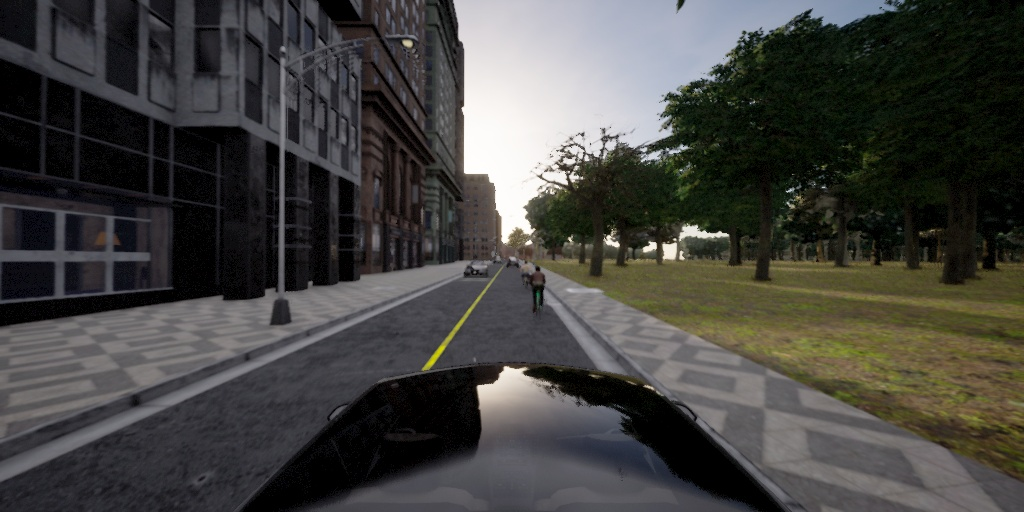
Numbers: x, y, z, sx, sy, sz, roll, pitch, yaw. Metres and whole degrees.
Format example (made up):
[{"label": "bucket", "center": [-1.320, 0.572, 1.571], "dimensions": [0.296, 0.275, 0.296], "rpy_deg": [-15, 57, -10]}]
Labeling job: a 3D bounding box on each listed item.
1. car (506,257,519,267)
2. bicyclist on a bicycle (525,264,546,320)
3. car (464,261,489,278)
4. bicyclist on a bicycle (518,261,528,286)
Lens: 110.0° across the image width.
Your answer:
[{"label": "car", "center": [0.109, 1.024, 56.842], "dimensions": [1.812, 1.442, 4.674], "rpy_deg": [0, 0, 0]}, {"label": "bicyclist on a bicycle", "center": [0.827, 1.151, 11.373], "dimensions": [0.582, 1.620, 1.656], "rpy_deg": [0, 0, 0]}, {"label": "car", "center": [-3.083, 1.161, 31.800], "dimensions": [1.994, 1.385, 4.181], "rpy_deg": [0, 0, 0]}, {"label": "bicyclist on a bicycle", "center": [0.804, 1.087, 20.750], "dimensions": [0.866, 1.612, 1.509], "rpy_deg": [0, 0, 0]}]
